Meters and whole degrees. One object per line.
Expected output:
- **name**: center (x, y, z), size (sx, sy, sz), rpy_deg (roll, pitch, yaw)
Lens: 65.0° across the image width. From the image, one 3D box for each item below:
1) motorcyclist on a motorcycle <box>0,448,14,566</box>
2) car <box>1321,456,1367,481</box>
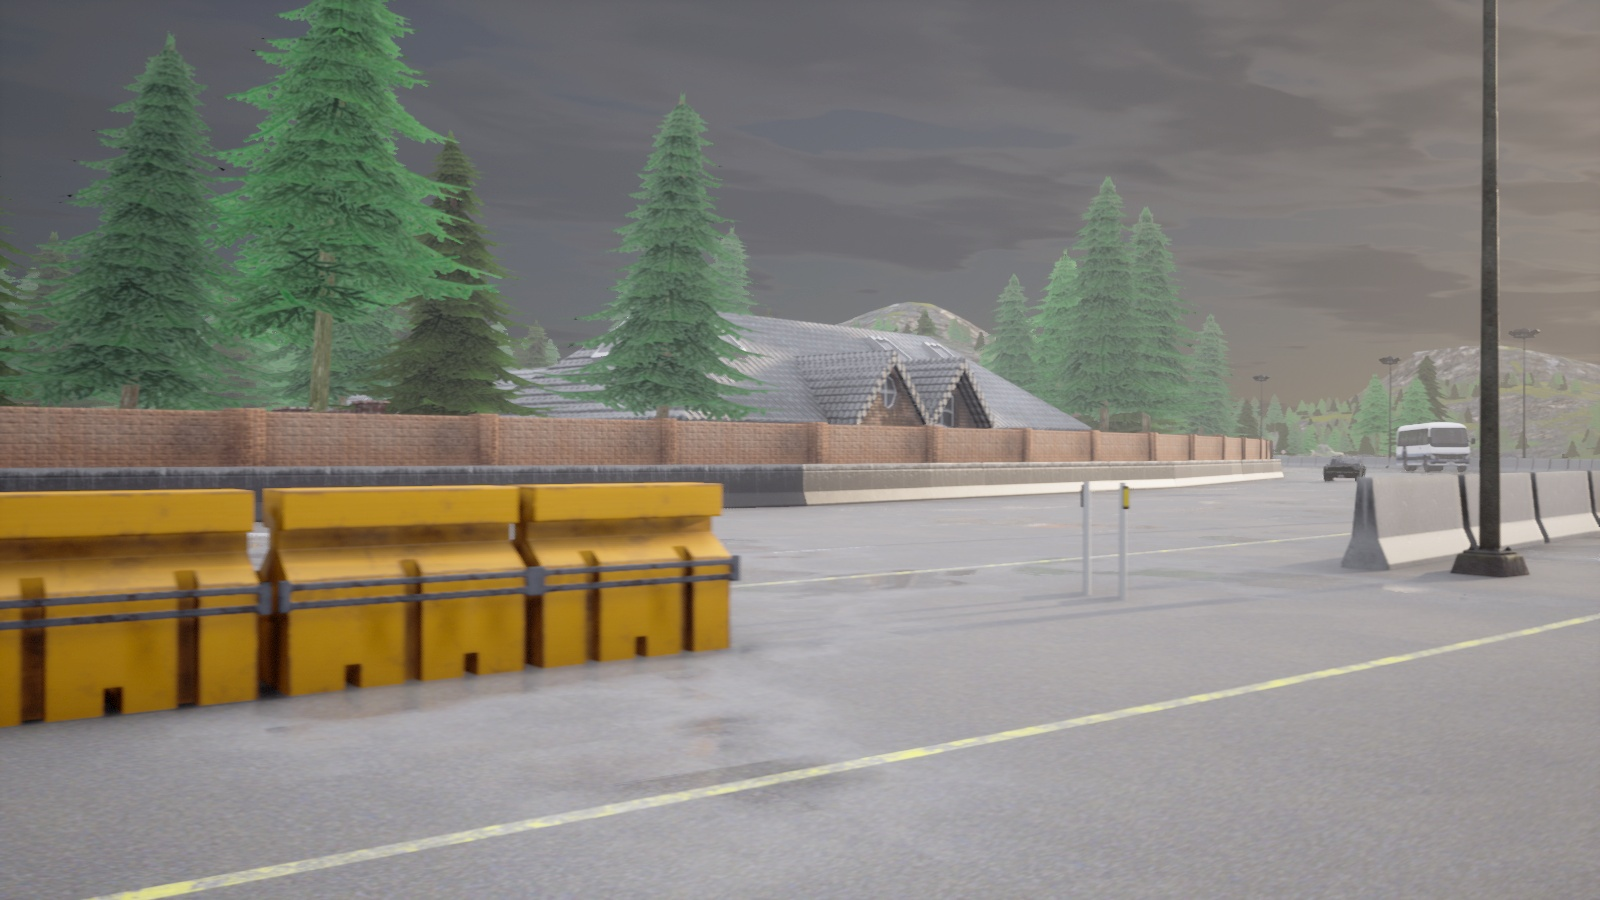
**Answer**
- **motorcyclist on a motorcycle**: center (-11.660, 0.771, 16.873), size (1.817, 1.590, 0.866), rpy_deg (0, 0, -35)
- **car**: center (29.596, 0.962, 68.253), size (1.895, 1.301, 4.718), rpy_deg (0, 0, 29)
